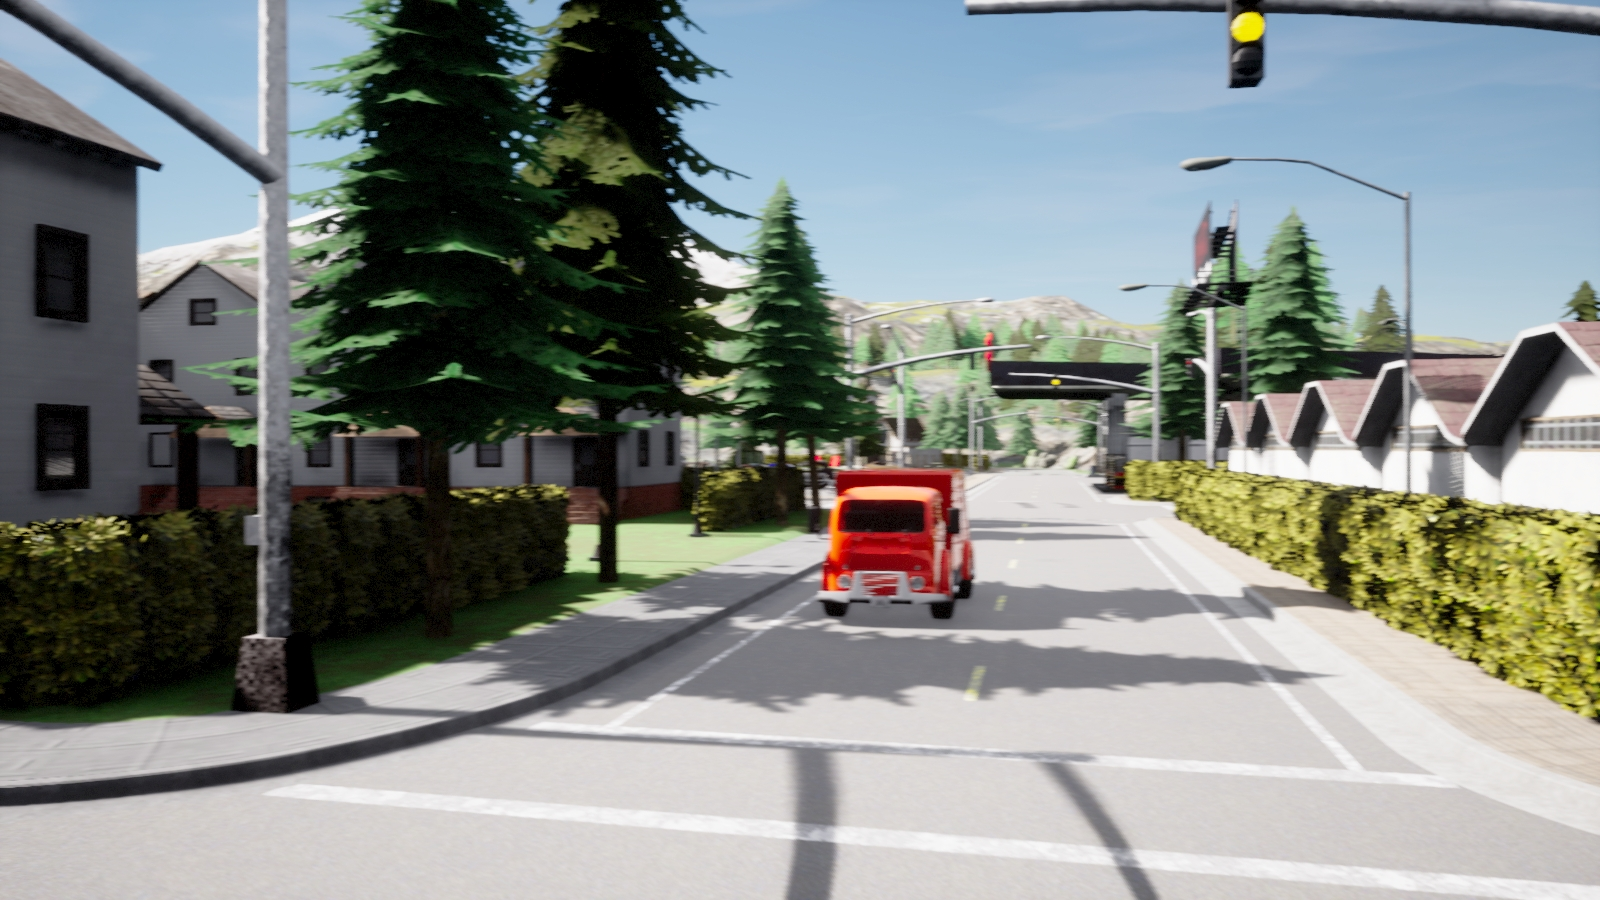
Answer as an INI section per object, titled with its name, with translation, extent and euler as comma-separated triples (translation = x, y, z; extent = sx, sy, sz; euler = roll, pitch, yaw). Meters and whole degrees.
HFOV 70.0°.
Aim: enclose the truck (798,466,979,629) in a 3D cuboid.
[truck]
translation = 1.780, 1.562, 20.620
extent = 2.627, 2.467, 5.204
euler = 0, 0, 11
